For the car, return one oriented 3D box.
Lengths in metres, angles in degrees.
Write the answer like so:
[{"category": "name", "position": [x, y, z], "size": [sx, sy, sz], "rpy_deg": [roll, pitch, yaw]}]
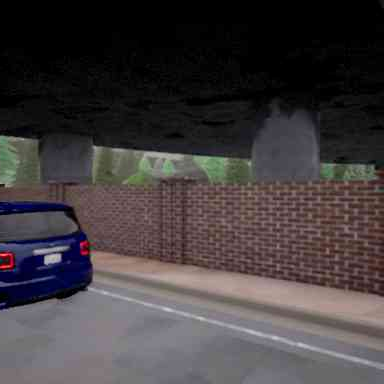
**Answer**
[{"category": "car", "position": [-4.520, 1.222, 7.174], "size": [5.566, 2.045, 2.150], "rpy_deg": [0, 0, 36]}]
